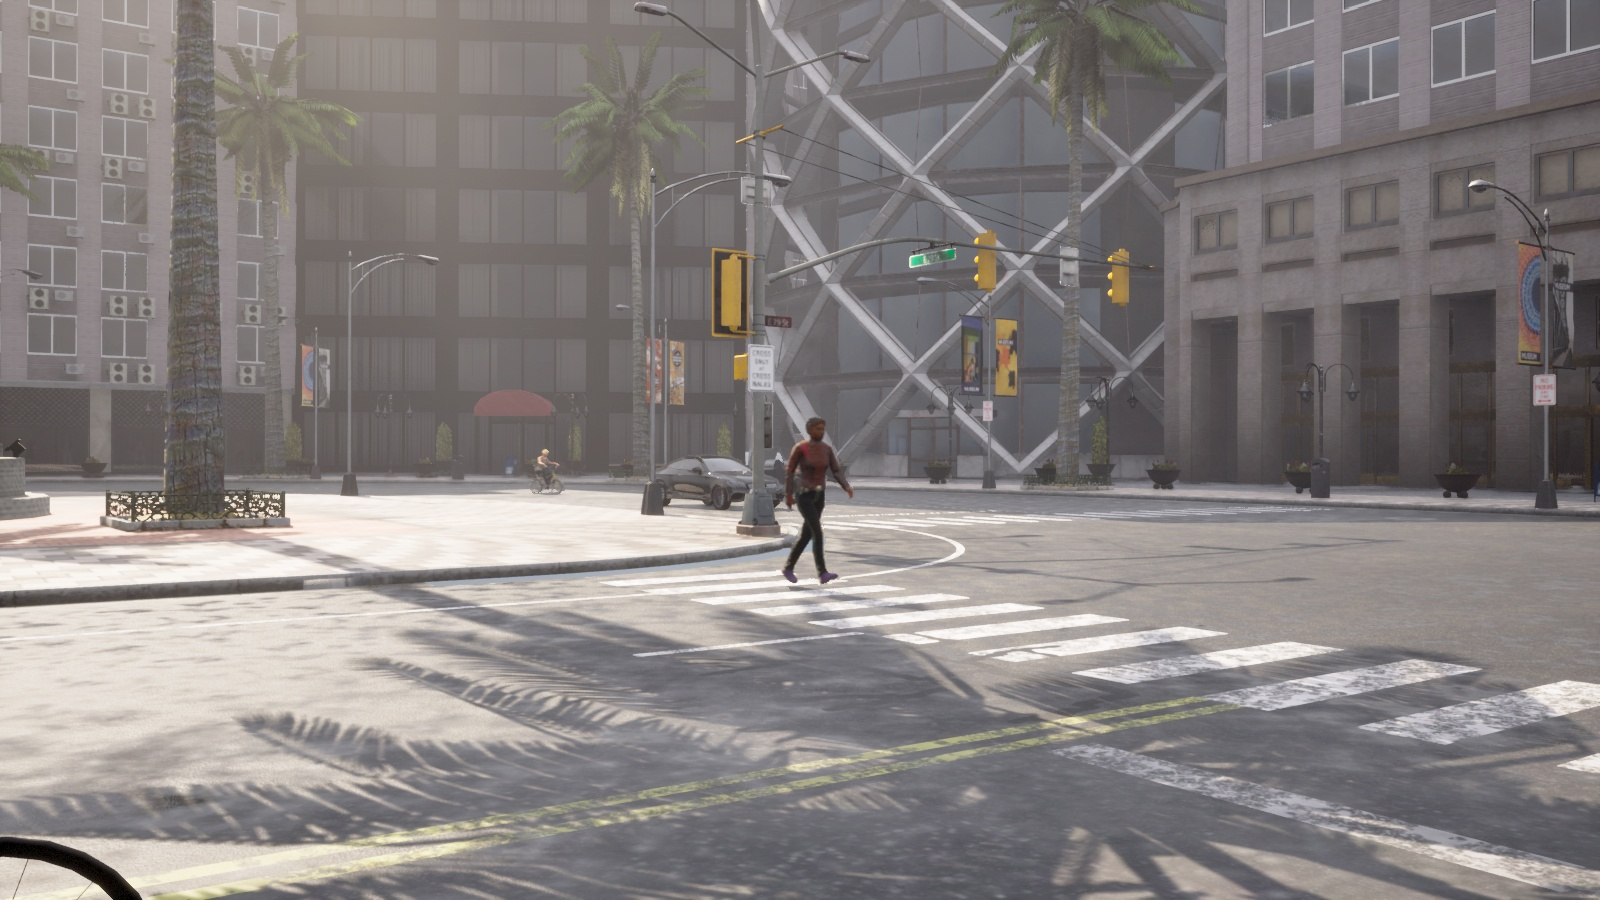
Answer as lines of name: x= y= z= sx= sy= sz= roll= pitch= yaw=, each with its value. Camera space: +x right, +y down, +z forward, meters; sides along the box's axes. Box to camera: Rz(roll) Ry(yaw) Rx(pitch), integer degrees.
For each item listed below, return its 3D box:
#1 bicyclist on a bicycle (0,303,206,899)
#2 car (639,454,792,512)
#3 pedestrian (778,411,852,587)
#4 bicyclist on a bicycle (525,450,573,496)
bicyclist on a bicycle: x=-2.110 y=0.625 z=2.206 sx=1.843 sy=1.776 sz=0.659 roll=0 pitch=0 yaw=-35
car: x=-2.381 y=0.860 z=34.344 sx=1.812 sy=1.442 sz=4.674 roll=0 pitch=0 yaw=-39
pedestrian: x=0.147 y=0.503 z=13.326 sx=0.328 sy=1.805 sz=0.869 roll=0 pitch=0 yaw=-36
bicyclist on a bicycle: x=-8.980 y=0.810 z=44.925 sx=1.509 sy=1.612 sz=0.866 roll=0 pitch=0 yaw=31
